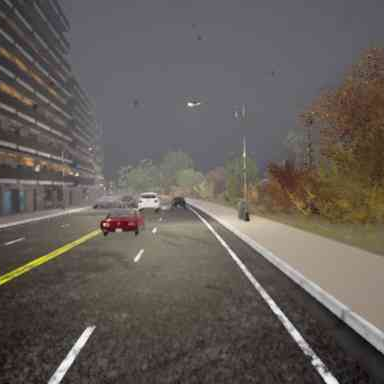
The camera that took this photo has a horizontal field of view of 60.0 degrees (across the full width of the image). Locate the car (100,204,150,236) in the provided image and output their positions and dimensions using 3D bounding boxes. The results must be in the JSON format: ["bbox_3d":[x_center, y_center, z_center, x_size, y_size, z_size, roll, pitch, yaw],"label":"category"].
[{"bbox_3d":[-3.669,1.586,18.520,1.895,1.301,4.718,-1,0,-2],"label":"car"}]

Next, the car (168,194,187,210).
[{"bbox_3d":[-1.642,1.315,39.551,1.837,1.490,4.892,-1,1,-4],"label":"car"}]

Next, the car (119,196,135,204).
[{"bbox_3d":[-8.833,1.303,45.856,2.097,1.767,4.553,-1,0,-5],"label":"car"}]

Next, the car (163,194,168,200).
[{"bbox_3d":[-5.874,1.144,77.641,1.882,1.535,5.008,-2,0,-8],"label":"car"}]

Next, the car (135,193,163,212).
[{"bbox_3d":[-4.746,1.123,37.401,2.150,2.045,5.566,-1,1,-4],"label":"car"}]

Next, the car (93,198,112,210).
[{"bbox_3d":[-12.001,1.584,44.937,2.033,1.411,5.357,-1,0,-4],"label":"car"}]
